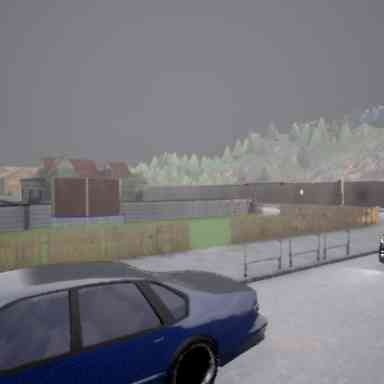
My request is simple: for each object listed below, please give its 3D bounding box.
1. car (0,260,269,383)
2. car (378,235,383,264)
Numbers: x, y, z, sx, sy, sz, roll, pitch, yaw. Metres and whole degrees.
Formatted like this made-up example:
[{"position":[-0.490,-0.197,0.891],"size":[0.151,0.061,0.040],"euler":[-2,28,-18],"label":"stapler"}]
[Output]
[{"position":[-1.564,1.543,3.481],"size":[5.357,1.411,2.033],"euler":[0,0,-36],"label":"car"},{"position":[7.495,1.265,9.831],"size":[4.553,1.767,2.097],"euler":[-1,0,-36],"label":"car"}]
